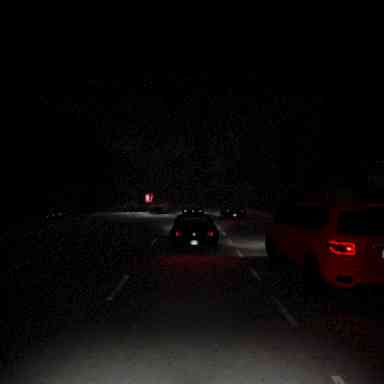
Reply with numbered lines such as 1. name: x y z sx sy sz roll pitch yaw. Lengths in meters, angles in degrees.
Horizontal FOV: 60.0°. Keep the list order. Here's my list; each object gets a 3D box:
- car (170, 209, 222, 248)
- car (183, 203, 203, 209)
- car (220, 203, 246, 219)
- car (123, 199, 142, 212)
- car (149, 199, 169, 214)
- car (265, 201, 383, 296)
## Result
1. car: 0.094 1.632 14.831 1.895 1.301 4.718 0 0 0
2. car: 0.096 1.663 30.139 1.895 1.301 4.718 0 0 0
3. car: 3.596 1.663 30.138 1.895 1.301 4.718 0 0 0
4. car: -7.128 1.608 40.142 1.812 1.442 4.674 0 0 -3
5. car: -3.605 1.554 36.910 1.882 1.535 5.008 0 0 -1
6. car: 3.590 1.241 8.846 2.150 2.045 5.566 0 0 -2
